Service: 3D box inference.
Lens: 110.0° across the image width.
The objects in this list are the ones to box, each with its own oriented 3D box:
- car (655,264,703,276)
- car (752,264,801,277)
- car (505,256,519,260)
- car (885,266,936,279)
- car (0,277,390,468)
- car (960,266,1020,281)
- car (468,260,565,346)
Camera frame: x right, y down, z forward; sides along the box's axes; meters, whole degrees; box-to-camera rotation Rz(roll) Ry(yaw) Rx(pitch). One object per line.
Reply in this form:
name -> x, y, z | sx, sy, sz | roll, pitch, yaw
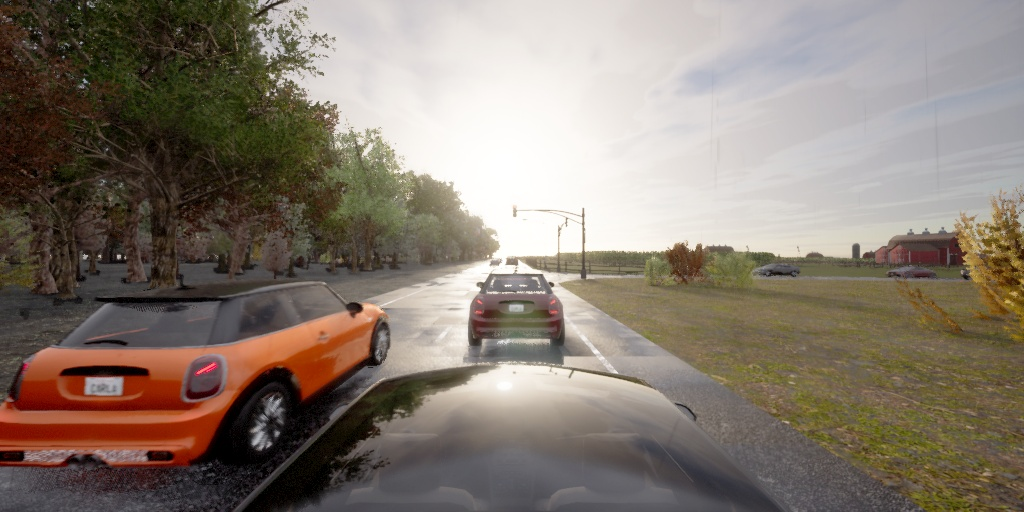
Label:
car -> 18.701, 1.558, 40.835 | 5.357, 1.411, 2.033 | 1, -1, 0
car -> 29.989, 1.623, 40.792 | 4.902, 1.511, 2.128 | 0, -1, 0
car -> 0.028, 0.975, 62.640 | 2.150, 2.045, 5.566 | 0, 0, 1
car -> 45.192, 1.864, 40.701 | 4.181, 1.385, 1.994 | 1, -1, 1
car -> -3.400, 1.103, 5.111 | 2.097, 1.767, 4.553 | 0, 0, 0
car -> 49.622, 1.780, 37.111 | 4.902, 1.511, 2.128 | 1, -1, 0
car -> 0.095, 1.104, 9.570 | 2.097, 1.767, 4.553 | 0, 0, 0
